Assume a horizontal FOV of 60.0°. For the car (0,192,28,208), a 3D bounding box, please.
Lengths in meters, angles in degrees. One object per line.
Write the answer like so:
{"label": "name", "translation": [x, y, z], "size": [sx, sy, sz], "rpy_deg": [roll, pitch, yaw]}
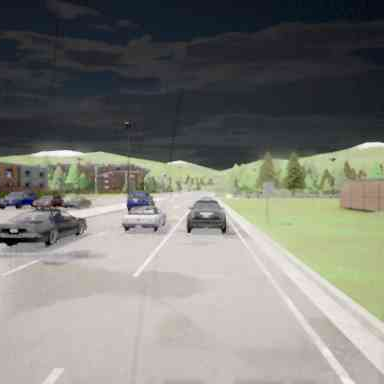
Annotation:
{"label": "car", "translation": [-20.416, 0.982, 39.418], "size": [2.150, 2.045, 5.566], "rpy_deg": [0, 0, 2]}

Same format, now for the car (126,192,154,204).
{"label": "car", "translation": [-5.466, 1.008, 35.622], "size": [2.150, 2.045, 5.566], "rpy_deg": [0, 0, 2]}

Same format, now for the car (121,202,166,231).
{"label": "car", "translation": [-2.663, 1.485, 19.478], "size": [1.895, 1.301, 4.718], "rpy_deg": [0, 0, 2]}

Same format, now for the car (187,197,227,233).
{"label": "car", "translation": [0.836, 1.244, 19.175], "size": [2.097, 1.767, 4.553], "rpy_deg": [0, 0, 2]}

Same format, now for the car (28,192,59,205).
{"label": "car", "translation": [-16.917, 1.151, 39.334], "size": [2.097, 1.767, 4.553], "rpy_deg": [0, 0, 2]}

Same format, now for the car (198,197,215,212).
{"label": "car", "translation": [1.595, 1.317, 37.205], "size": [1.812, 1.442, 4.674], "rpy_deg": [0, 0, 2]}

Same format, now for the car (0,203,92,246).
{"label": "car", "translation": [-6.375, 1.452, 14.644], "size": [2.033, 1.411, 5.357], "rpy_deg": [0, 0, 2]}

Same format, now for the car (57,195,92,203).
{"label": "car", "translation": [-13.422, 1.344, 39.153], "size": [2.033, 1.411, 5.357], "rpy_deg": [0, 0, 2]}
